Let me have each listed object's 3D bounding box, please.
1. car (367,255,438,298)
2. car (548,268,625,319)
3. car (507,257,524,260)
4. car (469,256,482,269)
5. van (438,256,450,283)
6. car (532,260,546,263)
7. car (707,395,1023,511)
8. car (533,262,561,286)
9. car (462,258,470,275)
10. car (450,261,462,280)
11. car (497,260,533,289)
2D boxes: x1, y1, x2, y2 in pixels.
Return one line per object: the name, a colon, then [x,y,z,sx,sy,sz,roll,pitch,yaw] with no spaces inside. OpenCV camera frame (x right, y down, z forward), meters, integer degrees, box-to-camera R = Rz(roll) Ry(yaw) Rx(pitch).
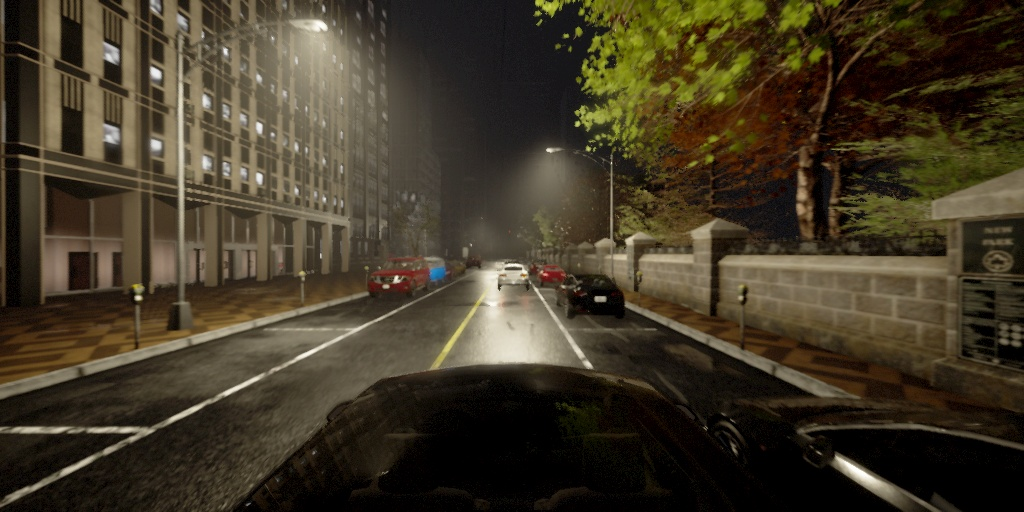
car: [-5.470,0.999,18.097,2.192,1.841,5.009,0,0,0]
car: [2.559,1.270,12.453,1.948,1.339,4.313,0,0,0]
car: [0.069,1.059,43.436,2.128,1.511,4.902,0,0,0]
car: [-5.347,0.850,51.342,2.192,1.841,5.009,0,0,0]
van: [-5.473,1.001,23.638,1.690,1.789,3.998,0,0,0]
car: [2.544,1.046,34.652,1.967,1.591,4.097,0,0,0]
car: [2.567,1.316,1.353,1.948,1.339,4.313,0,0,0]
car: [2.552,1.238,23.552,1.802,1.307,4.207,0,0,0]
car: [-5.481,1.135,34.550,1.751,1.417,4.829,0,0,0]
car: [-5.477,1.217,29.179,1.802,1.307,4.207,0,0,0]
car: [0.083,1.190,21.969,1.812,1.442,4.674,0,1,0]
